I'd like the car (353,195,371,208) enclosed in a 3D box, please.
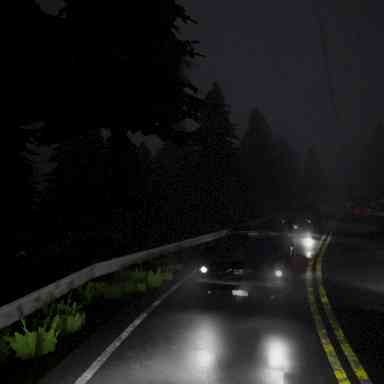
[{"bbox_3d":[20.606,1.058,40.246,2.128,1.511,4.902,-2,0,28],"label":"car"}]

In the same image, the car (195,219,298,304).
[{"bbox_3d":[1.581,1.598,8.414,1.895,1.301,4.718,-1,0,18],"label":"car"}]

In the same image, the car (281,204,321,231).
[{"bbox_3d":[6.657,1.460,20.057,2.033,1.411,5.357,-2,0,26],"label":"car"}]
